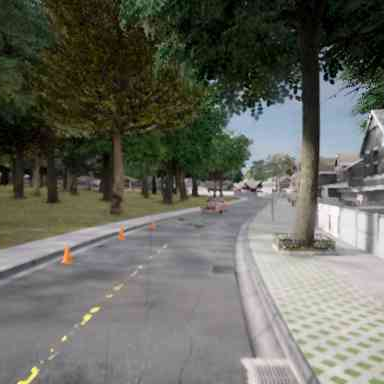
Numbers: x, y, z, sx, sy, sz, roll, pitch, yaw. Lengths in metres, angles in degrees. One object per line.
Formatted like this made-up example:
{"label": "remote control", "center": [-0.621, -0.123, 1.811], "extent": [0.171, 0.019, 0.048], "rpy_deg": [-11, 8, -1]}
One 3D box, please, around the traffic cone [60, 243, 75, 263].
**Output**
{"label": "traffic cone", "center": [-3.951, 1.918, 10.550], "extent": [0.340, 0.580, 0.340], "rpy_deg": [0, 0, 6]}

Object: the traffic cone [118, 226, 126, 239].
{"label": "traffic cone", "center": [-3.301, 1.910, 15.622], "extent": [0.340, 0.580, 0.340], "rpy_deg": [0, 0, 9]}

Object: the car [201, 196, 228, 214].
{"label": "car", "center": [2.414, 1.314, 35.099], "extent": [2.097, 1.767, 4.553], "rpy_deg": [0, 0, 16]}
